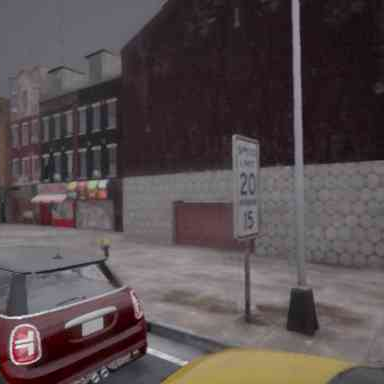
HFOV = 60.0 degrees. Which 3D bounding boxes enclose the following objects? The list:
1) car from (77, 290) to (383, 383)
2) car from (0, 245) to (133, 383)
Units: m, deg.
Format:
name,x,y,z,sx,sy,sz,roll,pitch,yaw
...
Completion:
name,x,y,z,sx,sy,sz,roll,pitch,yaw
car,1.697,1.520,1.612,4.829,1.417,1.752,-1,-1,36
car,-2.645,1.489,4.711,4.097,1.590,1.967,-1,-1,36
